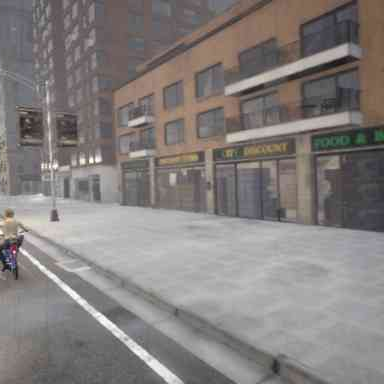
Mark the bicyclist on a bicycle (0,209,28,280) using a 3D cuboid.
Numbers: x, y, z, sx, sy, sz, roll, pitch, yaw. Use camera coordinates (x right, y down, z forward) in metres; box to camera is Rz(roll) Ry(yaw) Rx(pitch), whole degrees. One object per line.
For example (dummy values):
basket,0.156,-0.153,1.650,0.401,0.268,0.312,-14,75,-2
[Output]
bicyclist on a bicycle,-4.387,1.213,8.039,0.866,1.612,1.509,-4,3,-36
